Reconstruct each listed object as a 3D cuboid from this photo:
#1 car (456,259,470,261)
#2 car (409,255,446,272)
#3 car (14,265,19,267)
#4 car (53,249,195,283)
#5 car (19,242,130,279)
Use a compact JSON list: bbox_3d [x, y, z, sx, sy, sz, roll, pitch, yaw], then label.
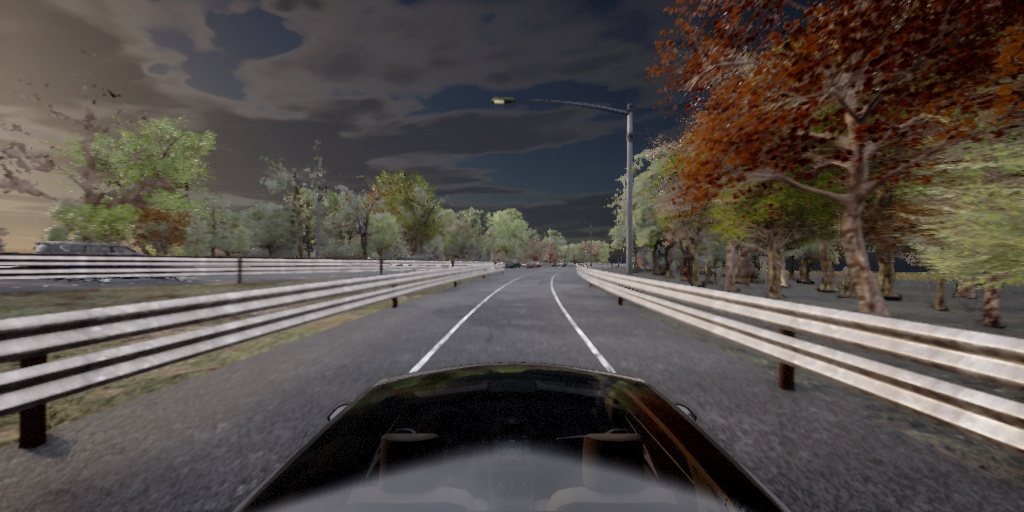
[{"bbox_3d":[-7.426,1.328,57.033,2.097,1.767,4.553,0,-1,24],"label":"car"},{"bbox_3d":[-9.852,0.890,42.865,2.150,2.045,5.566,0,-1,24],"label":"car"},{"bbox_3d":[-26.704,0.602,22.258,2.128,1.511,4.902,0,-1,24],"label":"car"},{"bbox_3d":[-20.329,0.604,19.365,1.882,1.535,5.008,0,-1,24],"label":"car"},{"bbox_3d":[-23.500,0.323,20.846,2.150,2.045,5.566,0,-1,24],"label":"car"}]
